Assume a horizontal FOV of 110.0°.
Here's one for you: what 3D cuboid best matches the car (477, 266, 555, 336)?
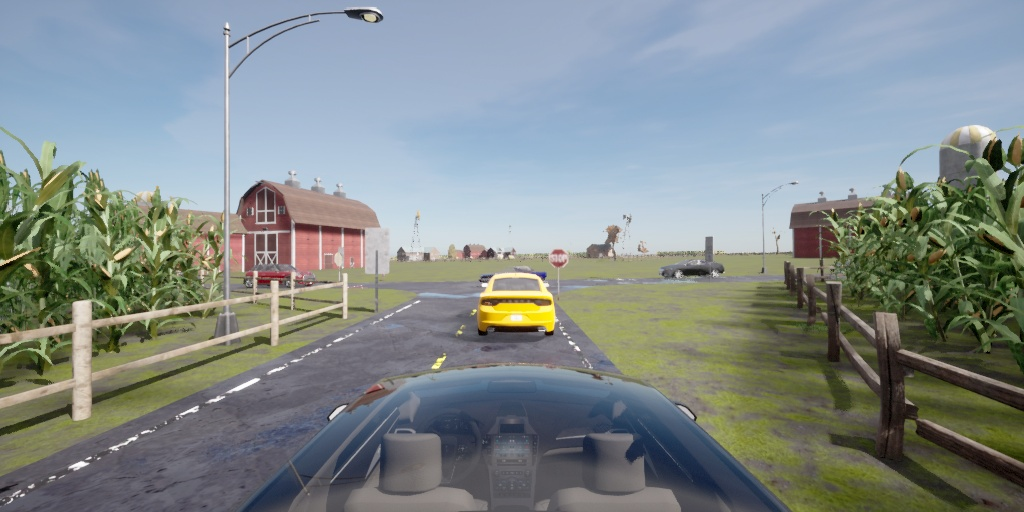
[{"bbox_3d":[0.103,1.229,10.470,1.882,1.535,5.008,0,0,0],"label":"car"}]

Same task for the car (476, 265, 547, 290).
[{"bbox_3d":[0.062,1.340,23.598,4.718,1.301,1.895,-1,0,-44],"label":"car"}]

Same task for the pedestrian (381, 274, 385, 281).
[{"bbox_3d":[-11.176,1.621,31.209,0.500,1.100,0.500,0,0,4],"label":"pedestrian"}]

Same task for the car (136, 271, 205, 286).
[{"bbox_3d":[-26.026,1.695,26.802,5.357,1.411,2.033,-1,-1,7],"label":"car"}]

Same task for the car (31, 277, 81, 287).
[{"bbox_3d":[-36.513,1.800,28.550,5.008,1.535,1.882,-1,-1,11],"label":"car"}]

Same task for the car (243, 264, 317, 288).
[{"bbox_3d":[-16.545,1.342,25.739,4.553,1.767,2.097,-1,-1,6],"label":"car"}]

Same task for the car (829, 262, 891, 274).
[{"bbox_3d":[28.933,0.743,29.711,4.902,1.511,2.128,-1,0,-8],"label":"car"}]

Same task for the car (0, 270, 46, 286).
[{"bbox_3d":[-46.689,2.049,33.731,4.674,1.442,1.812,-1,-1,15],"label":"car"}]

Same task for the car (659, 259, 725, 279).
[{"bbox_3d":[14.090,0.997,28.245,4.902,1.511,2.128,-1,0,-4],"label":"car"}]
